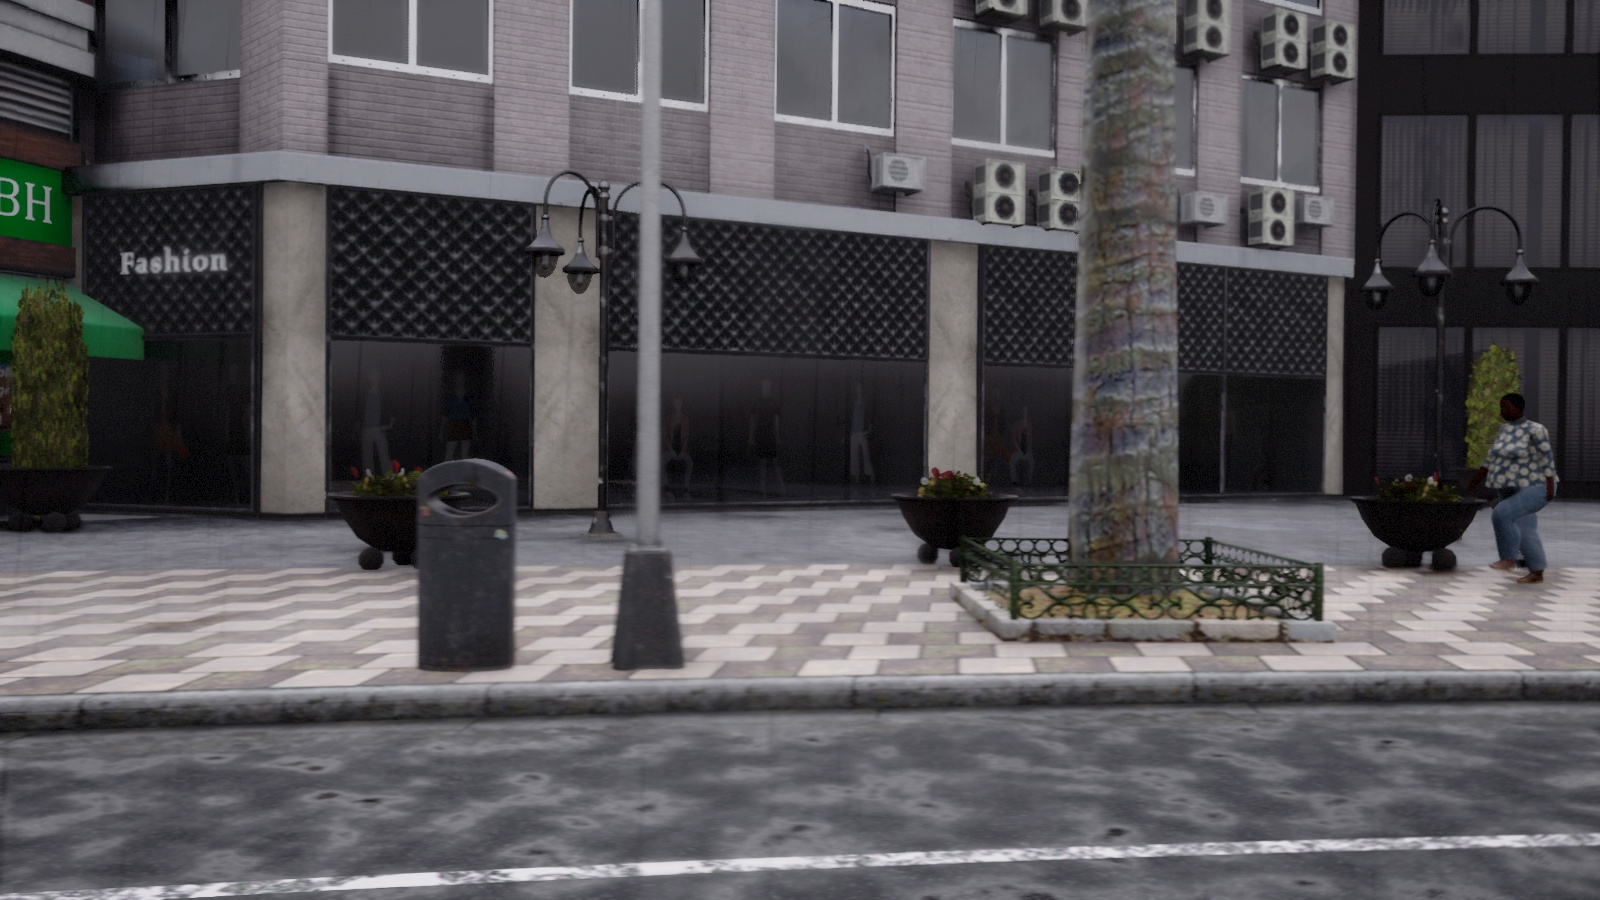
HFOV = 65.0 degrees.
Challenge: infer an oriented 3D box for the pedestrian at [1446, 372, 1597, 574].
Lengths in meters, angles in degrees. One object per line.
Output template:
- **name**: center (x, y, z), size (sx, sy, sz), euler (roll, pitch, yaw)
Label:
- **pedestrian**: center (6.891, 0.205, 12.036), size (0.900, 1.855, 0.874), euler (-1, 1, -8)
